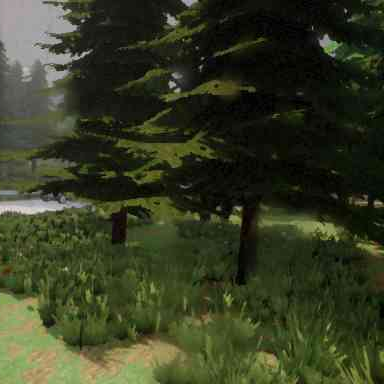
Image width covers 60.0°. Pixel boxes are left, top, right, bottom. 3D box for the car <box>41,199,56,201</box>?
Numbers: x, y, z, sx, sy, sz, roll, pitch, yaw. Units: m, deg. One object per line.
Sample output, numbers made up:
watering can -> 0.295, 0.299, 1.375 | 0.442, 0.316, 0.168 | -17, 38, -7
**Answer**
car -> -9.897, 0.050, 26.706 | 1.837, 1.490, 4.892 | 5, 3, 24
